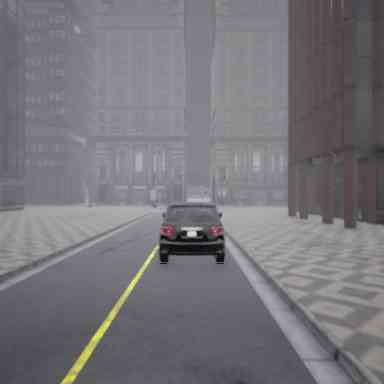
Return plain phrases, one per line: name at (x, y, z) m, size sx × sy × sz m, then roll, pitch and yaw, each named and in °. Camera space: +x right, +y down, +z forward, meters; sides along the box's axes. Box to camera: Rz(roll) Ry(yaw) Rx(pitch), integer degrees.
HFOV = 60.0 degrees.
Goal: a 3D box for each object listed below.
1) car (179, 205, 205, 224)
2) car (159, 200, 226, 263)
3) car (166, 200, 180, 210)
car at (0.027, 1.859, 28.400) m, size 1.994 × 1.385 × 4.181 m, roll 0°, pitch -1°, yaw 1°
car at (0.013, 1.352, 12.604) m, size 2.150 × 2.045 × 5.566 m, roll 0°, pitch 0°, yaw 0°
car at (-3.009, 2.087, 53.576) m, size 1.837 × 1.490 × 4.892 m, roll 0°, pitch -1°, yaw 0°
